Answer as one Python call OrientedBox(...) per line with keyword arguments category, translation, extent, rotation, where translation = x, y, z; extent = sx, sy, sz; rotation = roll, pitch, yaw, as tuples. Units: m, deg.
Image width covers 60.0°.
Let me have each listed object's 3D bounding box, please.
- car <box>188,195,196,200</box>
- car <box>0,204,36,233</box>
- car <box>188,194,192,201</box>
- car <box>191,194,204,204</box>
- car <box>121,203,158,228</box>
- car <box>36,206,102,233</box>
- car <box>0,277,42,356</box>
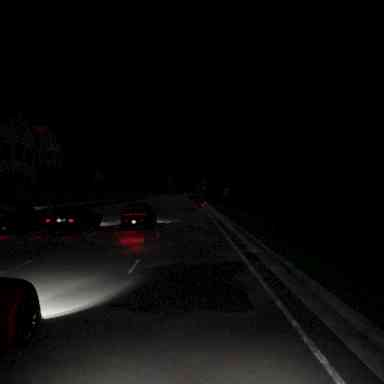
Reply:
OrientedBox(category="car", translation=(0.009, 1.435, 95.338), extent=(1.994, 1.385, 4.181), rotation=(0, 0, 0))
OrientedBox(category="car", translation=(-10.398, 1.469, 19.820), extent=(1.882, 1.535, 5.008), rotation=(0, 0, 0))
OrientedBox(category="car", translation=(0.008, 1.332, 79.655), extent=(2.128, 1.511, 4.902), rotation=(0, 0, 0))
OrientedBox(category="car", translation=(1.230, 1.430, 62.920), extent=(1.801, 1.575, 5.366), rotation=(0, 0, 0))
OrientedBox(category="car", translation=(-3.398, 1.496, 21.874), extent=(1.837, 1.490, 4.892), rotation=(0, 0, 0))
OrientedBox(category="car", translation=(-6.898, 1.539, 19.781), extent=(2.033, 1.411, 5.357), rotation=(0, 0, 0))
OrientedBox(category="car", translation=(-3.399, 1.562, 3.659), extent=(1.994, 1.385, 4.181), rotation=(0, 0, 0))
